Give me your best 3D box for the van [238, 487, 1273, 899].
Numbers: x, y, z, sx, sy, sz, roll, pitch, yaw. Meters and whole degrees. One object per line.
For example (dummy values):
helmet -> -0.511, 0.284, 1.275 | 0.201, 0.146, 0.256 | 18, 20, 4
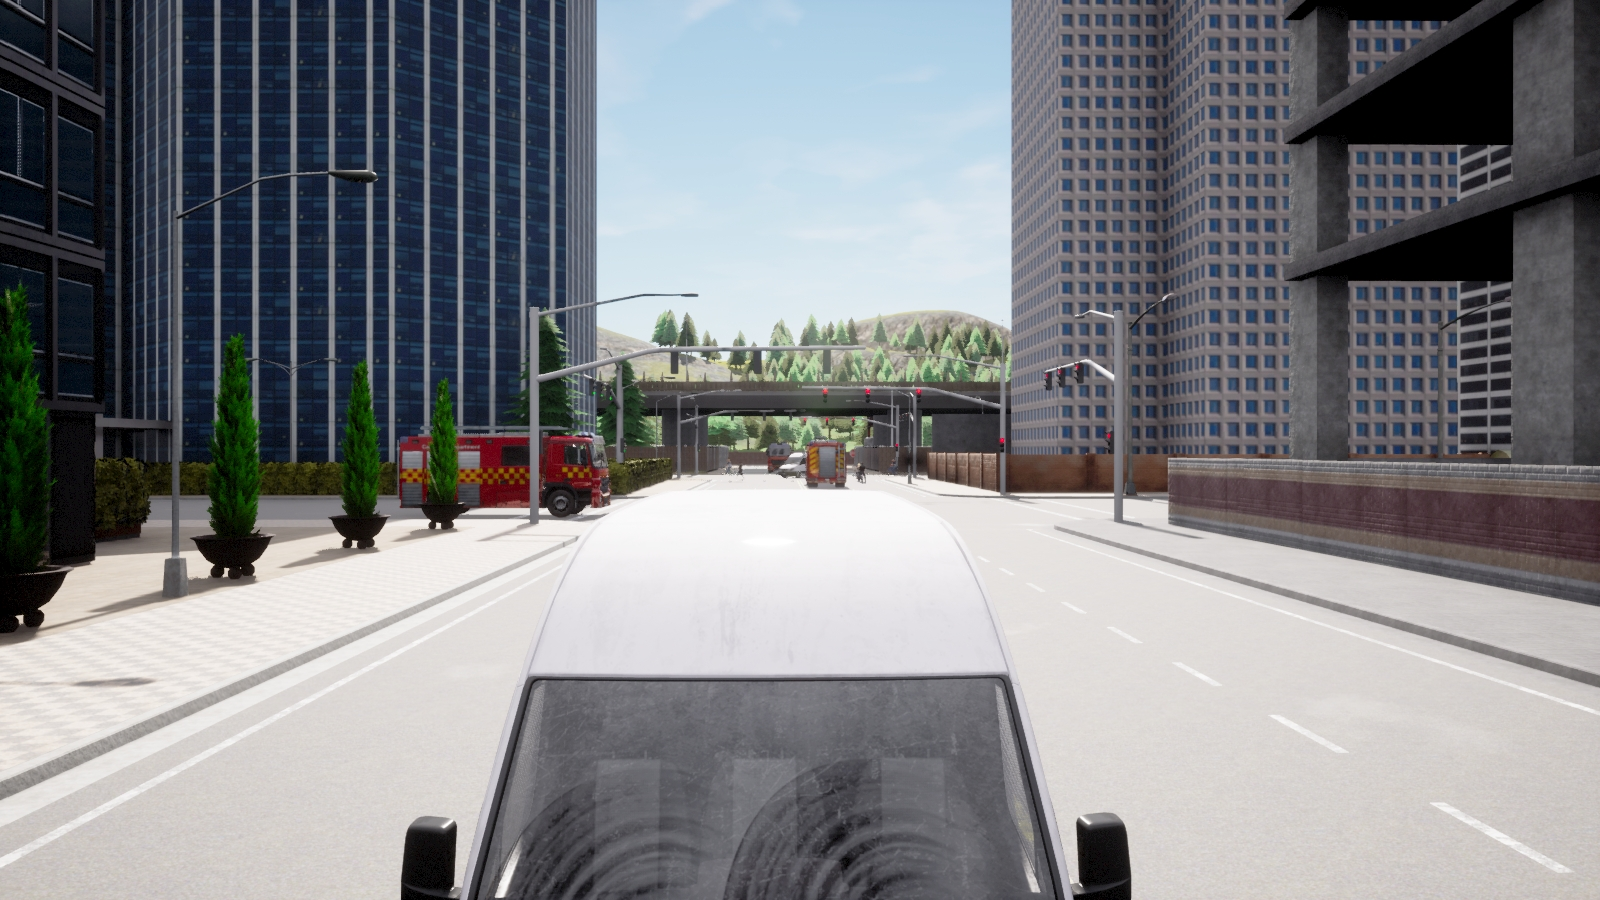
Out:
van -> -0.128, 1.535, 5.152 | 1.988, 2.561, 5.915 | 0, 0, -1

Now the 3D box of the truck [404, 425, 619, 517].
truck -> -12.239, 0.890, 48.946 | 8.468, 3.827, 2.891 | 0, 0, 0
